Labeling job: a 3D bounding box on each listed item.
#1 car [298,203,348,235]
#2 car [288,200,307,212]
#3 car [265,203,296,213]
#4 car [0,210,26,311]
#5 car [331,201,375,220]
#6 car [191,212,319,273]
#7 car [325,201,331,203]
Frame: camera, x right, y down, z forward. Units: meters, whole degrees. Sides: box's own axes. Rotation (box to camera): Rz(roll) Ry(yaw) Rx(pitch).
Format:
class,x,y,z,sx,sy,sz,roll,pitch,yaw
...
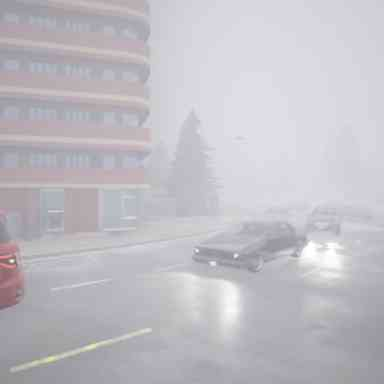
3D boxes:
class,x,y,z,sx,sy,sz,roll,pitch,yaw
car,8.087,1.679,20.188,2.128,1.511,4.902,0,-1,26
car,14.188,1.907,45.640,1.882,1.535,5.008,0,0,-12
car,6.261,1.790,24.486,2.033,1.411,5.357,0,-1,20
car,-5.415,1.285,4.612,5.566,2.045,2.150,0,-1,-37
car,14.918,1.825,30.791,2.033,1.411,5.357,0,-1,6
car,2.314,1.661,11.486,2.033,1.411,5.357,-1,-1,40
car,18.168,1.872,43.107,1.882,1.535,5.008,0,0,-7
